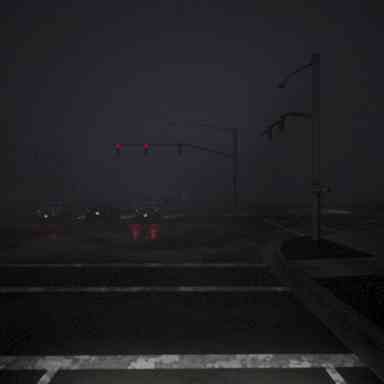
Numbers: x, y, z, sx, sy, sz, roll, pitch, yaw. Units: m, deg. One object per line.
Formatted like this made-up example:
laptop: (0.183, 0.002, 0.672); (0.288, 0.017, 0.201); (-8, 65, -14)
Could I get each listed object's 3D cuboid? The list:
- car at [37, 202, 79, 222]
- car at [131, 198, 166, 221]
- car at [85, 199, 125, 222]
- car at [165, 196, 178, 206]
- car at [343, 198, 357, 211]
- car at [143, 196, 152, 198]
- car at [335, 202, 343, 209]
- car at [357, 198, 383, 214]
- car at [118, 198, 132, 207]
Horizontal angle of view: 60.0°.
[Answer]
car: (-10.394, 1.491, 25.982); (1.812, 1.442, 4.674); (0, 0, 0)
car: (-3.394, 1.490, 26.646); (1.812, 1.442, 4.674); (0, 0, 0)
car: (-6.895, 1.529, 26.215); (1.994, 1.385, 4.181); (0, 0, 0)
car: (-3.389, 1.436, 51.873); (1.837, 1.490, 4.892); (0, 0, 0)
car: (19.979, 1.476, 37.309); (4.674, 1.442, 1.812); (0, 0, 1)
car: (-6.889, 1.436, 51.888); (1.837, 1.490, 4.892); (0, 0, 0)
car: (20.070, 1.471, 40.803); (4.674, 1.442, 1.812); (0, 0, 1)
car: (19.997, 1.446, 33.809); (4.902, 1.511, 2.128); (0, 0, 1)
car: (-10.387, 1.534, 50.319); (1.895, 1.301, 4.718); (0, 0, 0)
